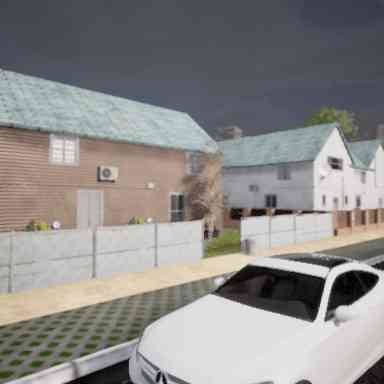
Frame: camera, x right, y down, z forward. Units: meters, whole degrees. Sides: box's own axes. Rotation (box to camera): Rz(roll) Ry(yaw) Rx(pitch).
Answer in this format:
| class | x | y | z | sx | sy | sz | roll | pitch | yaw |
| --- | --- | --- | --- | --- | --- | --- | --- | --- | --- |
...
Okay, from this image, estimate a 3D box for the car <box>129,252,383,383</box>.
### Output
| class | x | y | z | sx | sy | sz | roll | pitch | yaw |
| --- | --- | --- | --- | --- | --- | --- | --- | --- | --- |
| car | 1.407 | 1.630 | 4.512 | 4.674 | 1.442 | 1.812 | 1 | -2 | -43 |
